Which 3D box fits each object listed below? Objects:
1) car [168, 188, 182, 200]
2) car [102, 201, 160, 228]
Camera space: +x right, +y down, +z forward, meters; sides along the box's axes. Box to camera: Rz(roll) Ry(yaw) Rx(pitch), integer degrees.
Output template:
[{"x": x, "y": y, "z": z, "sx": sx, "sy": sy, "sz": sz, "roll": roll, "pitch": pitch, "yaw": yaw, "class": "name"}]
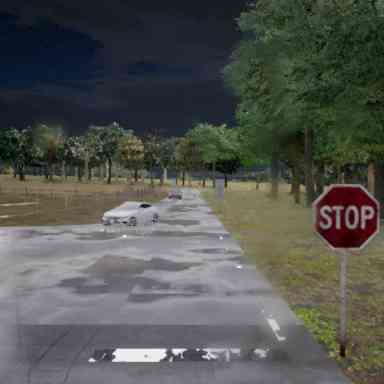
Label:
[{"x": -2.705, "y": 0.294, "z": 53.182, "sx": 2.097, "sy": 1.767, "sz": 4.553, "roll": 0, "pitch": 2, "yaw": 0, "class": "car"}, {"x": -3.633, "y": 1.323, "z": 20.852, "sx": 1.812, "sy": 1.442, "sz": 4.674, "roll": 2, "pitch": 2, "yaw": 22, "class": "car"}]
